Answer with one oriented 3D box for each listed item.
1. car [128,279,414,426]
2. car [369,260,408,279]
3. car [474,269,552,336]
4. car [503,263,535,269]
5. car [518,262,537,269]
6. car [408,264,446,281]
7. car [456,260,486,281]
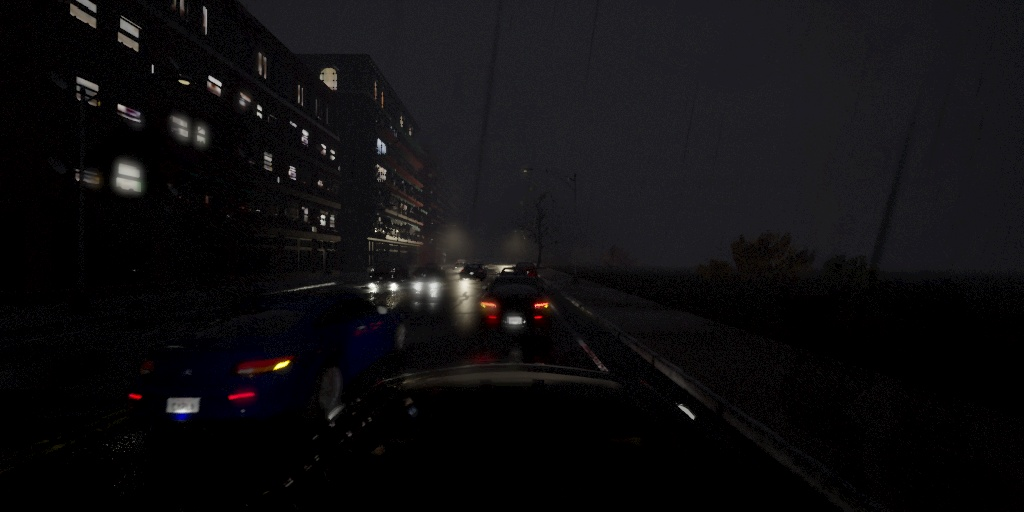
[{"bbox_3d":[-3.161,1.277,5.743,1.812,1.442,4.674,0,0,0],"label":"car"},{"bbox_3d":[-9.908,1.105,29.305,2.097,1.767,4.553,0,0,0],"label":"car"},{"bbox_3d":[0.074,1.277,10.282,1.812,1.442,4.674,0,0,0],"label":"car"},{"bbox_3d":[0.062,1.317,20.449,1.994,1.385,4.181,0,0,0],"label":"car"},{"bbox_3d":[1.079,1.231,29.977,1.882,1.535,5.008,0,0,0],"label":"car"},{"bbox_3d":[-6.658,1.317,29.247,1.994,1.385,4.181,0,0,0],"label":"car"},{"bbox_3d":[-3.207,1.318,30.360,1.994,1.385,4.181,0,0,0],"label":"car"}]
